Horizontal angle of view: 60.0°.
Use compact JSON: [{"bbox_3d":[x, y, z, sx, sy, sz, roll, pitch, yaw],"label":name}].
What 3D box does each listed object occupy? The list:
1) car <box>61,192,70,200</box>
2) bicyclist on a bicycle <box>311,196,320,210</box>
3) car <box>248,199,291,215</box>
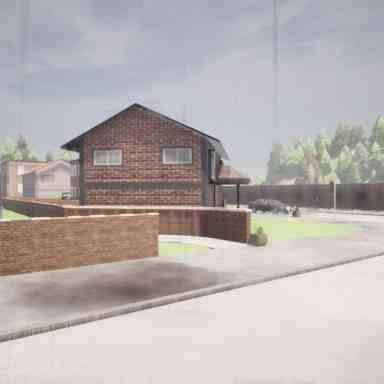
[{"bbox_3d":[-14.086,0.973,38.786,1.905,1.878,3.866,0,0,-35],"label":"car"},{"bbox_3d":[14.680,1.348,39.488,1.656,1.620,0.582,0,0,-35],"label":"bicyclist on a bicycle"},{"bbox_3d":[7.995,1.491,34.399,2.128,1.511,4.902,0,0,-35],"label":"car"}]
